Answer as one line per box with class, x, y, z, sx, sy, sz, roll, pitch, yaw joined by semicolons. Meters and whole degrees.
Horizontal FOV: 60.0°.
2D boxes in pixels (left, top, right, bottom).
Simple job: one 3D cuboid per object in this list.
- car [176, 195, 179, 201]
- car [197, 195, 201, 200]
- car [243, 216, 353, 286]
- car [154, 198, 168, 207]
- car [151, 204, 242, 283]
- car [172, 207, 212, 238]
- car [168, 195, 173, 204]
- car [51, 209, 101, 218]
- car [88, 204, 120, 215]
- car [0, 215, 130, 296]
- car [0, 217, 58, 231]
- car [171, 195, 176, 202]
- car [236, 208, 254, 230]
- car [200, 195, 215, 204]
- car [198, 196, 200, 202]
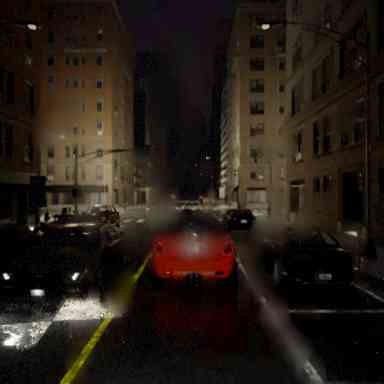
car;-5.570;1.832;95.266;2.192;1.841;5.009;0;0;0
car;2.927;1.835;79.028;1.967;1.590;4.097;0;0;0
car;2.856;1.587;9.300;2.008;1.369;4.403;0;0;0
car;-5.636;1.844;57.405;1.802;1.307;4.206;0;0;0
car;0.061;1.391;9.916;2.097;1.767;4.553;0;0;0
car;0.004;1.639;18.818;1.994;1.385;4.181;0;0;0
car;-5.616;1.875;68.222;2.008;1.369;4.403;0;0;0
car;-5.670;1.641;14.801;1.802;1.307;4.206;0;0;0
car;-5.670;1.521;20.303;1.967;1.590;4.097;0;0;0
car;-2.999;1.584;9.128;2.033;1.411;5.357;0;0;0
car;-5.669;1.603;9.300;1.947;1.339;4.313;0;0;0
car;-5.588;1.958;84.277;1.752;1.417;4.829;0;0;0
car;2.856;1.646;20.302;1.947;1.339;4.313;0;0;0
car;2.888;1.702;57.393;1.967;1.590;4.097;0;0;0
car;2.908;1.875;68.210;2.008;1.369;4.403;0;0;0
